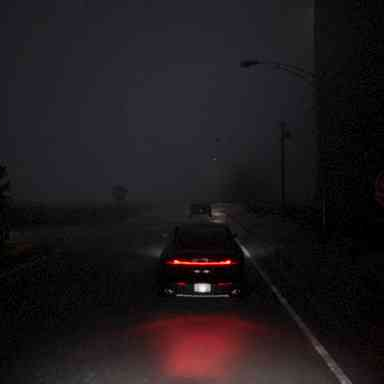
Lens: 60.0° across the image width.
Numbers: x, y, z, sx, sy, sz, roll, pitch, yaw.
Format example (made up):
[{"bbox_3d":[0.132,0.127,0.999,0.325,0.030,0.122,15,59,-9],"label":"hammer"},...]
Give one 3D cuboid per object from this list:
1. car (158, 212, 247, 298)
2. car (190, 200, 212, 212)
[{"bbox_3d":[0.257,1.501,8.495,1.837,1.490,4.892,0,0,2],"label":"car"},{"bbox_3d":[0.821,1.463,31.228,1.882,1.535,5.008,0,0,1],"label":"car"}]
